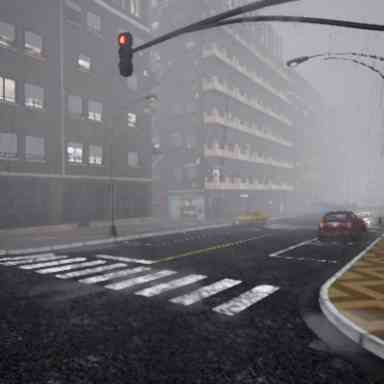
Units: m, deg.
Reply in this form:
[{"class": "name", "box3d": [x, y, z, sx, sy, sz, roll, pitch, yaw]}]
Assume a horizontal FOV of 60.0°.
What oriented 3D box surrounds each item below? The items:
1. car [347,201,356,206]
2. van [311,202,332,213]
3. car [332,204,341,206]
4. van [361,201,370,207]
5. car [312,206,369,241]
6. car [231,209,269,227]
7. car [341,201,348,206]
[{"class": "car", "box3d": [30.991, 2.662, 65.433, 2.192, 1.841, 5.009, -3, -2, 35]}, {"class": "van", "box3d": [18.018, 2.330, 46.930, 1.690, 1.788, 3.998, -3, -2, 35]}, {"class": "car", "box3d": [21.263, 2.519, 51.552, 1.967, 1.590, 4.097, -3, -2, 35]}, {"class": "van", "box3d": [43.929, 3.047, 83.959, 1.690, 1.788, 3.998, -3, -2, 35]}, {"class": "car", "box3d": [8.612, 1.800, 19.032, 1.967, 1.590, 4.097, -3, -2, 35]}, {"class": "car", "box3d": [4.950, 2.155, 28.282, 1.752, 1.417, 4.829, -3, -2, 35]}, {"class": "car", "box3d": [24.509, 2.712, 56.174, 1.887, 1.381, 4.507, -3, -2, 35]}]
